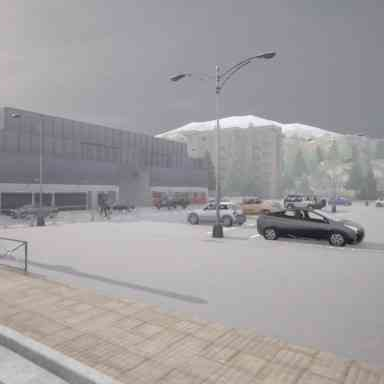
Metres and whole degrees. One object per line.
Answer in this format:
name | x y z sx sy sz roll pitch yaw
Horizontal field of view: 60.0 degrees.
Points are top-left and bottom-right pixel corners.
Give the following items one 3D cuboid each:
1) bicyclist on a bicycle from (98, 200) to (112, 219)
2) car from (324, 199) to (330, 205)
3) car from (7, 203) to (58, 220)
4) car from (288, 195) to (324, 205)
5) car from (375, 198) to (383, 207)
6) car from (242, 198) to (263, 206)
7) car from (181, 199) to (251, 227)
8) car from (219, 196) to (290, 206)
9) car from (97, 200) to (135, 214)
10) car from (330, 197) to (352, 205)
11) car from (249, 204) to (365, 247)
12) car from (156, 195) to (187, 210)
bicyclist on a bicycle | -7.282 1.477 27.788 1.656 1.620 0.582 0 0 35
car | 13.769 1.289 40.354 4.605 1.855 1.932 0 0 35
car | -14.527 1.740 30.514 1.994 1.385 4.181 0 0 35
car | 12.420 1.269 37.747 3.866 1.878 1.905 0 0 35
car | 28.972 1.576 48.688 3.806 1.475 1.970 0 0 35
car | 10.870 1.777 59.828 1.895 1.301 4.718 0 0 35
car | 1.549 1.424 21.904 3.806 1.475 1.970 0 0 35
car | 5.005 1.345 27.321 5.027 1.636 2.152 0 0 35
car | -8.765 1.668 38.608 2.128 1.511 4.902 0 0 35
car | 24.652 1.565 55.418 3.633 1.501 1.845 0 0 35
car | 5.170 1.490 14.834 4.514 1.523 2.007 0 0 35
car | -2.730 1.398 47.056 2.150 2.045 5.566 0 0 36
